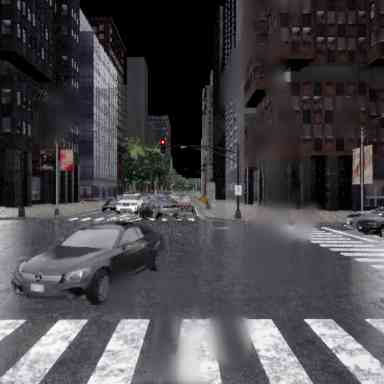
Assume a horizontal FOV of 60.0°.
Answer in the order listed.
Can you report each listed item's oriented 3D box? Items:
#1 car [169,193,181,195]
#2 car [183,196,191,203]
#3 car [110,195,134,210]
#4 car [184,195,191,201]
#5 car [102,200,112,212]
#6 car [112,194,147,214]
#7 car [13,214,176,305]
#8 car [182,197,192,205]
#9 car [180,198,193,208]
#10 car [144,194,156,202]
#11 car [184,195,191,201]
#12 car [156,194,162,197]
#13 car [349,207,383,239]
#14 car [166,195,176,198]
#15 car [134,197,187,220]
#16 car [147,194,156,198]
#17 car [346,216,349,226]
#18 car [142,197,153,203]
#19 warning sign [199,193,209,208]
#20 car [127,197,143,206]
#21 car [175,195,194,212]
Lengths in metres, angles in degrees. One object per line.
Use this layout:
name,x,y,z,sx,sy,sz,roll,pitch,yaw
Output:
car,-3.813,1.567,75.379,1.882,1.535,5.008,0,0,-1
car,-1.021,1.605,71.723,1.752,1.417,4.829,0,0,-1
car,-9.292,1.330,44.354,2.192,1.841,5.009,0,0,-1
car,-1.222,1.685,93.252,1.887,1.381,4.507,0,0,-1
car,-9.241,1.570,38.927,1.947,1.339,4.313,0,0,-1
car,-6.545,1.219,35.566,2.150,2.045,5.566,0,0,-1
car,-2.156,1.515,8.385,1.812,1.442,4.674,0,0,18
car,-0.918,1.596,60.703,1.887,1.381,4.507,0,0,-1
car,-0.817,1.609,49.853,1.802,1.307,4.206,0,0,-1
car,-9.595,1.408,76.909,2.192,1.841,5.009,0,0,-1
car,-1.171,1.564,87.827,1.967,1.590,4.097,0,0,-1
car,-6.717,1.392,55.792,2.097,1.767,4.553,0,0,0
car,11.459,1.665,17.724,5.008,1.535,1.882,1,0,-1
car,-3.618,1.664,65.309,1.895,1.301,4.718,0,0,-1
car,-2.675,1.465,26.788,2.128,1.511,4.902,-1,0,-28
car,-6.634,1.370,45.591,2.097,1.767,4.553,0,0,0
car,12.311,1.687,20.983,4.902,1.511,2.128,1,0,-1
car,-9.544,1.661,71.482,1.802,1.307,4.206,0,0,-1
warning sign,1.560,1.127,42.696,1.300,1.860,1.060,0,0,-1
car,-9.391,1.564,55.035,1.752,1.417,4.829,0,0,-1
car,-0.717,1.444,39.004,1.967,1.590,4.097,0,0,-1
